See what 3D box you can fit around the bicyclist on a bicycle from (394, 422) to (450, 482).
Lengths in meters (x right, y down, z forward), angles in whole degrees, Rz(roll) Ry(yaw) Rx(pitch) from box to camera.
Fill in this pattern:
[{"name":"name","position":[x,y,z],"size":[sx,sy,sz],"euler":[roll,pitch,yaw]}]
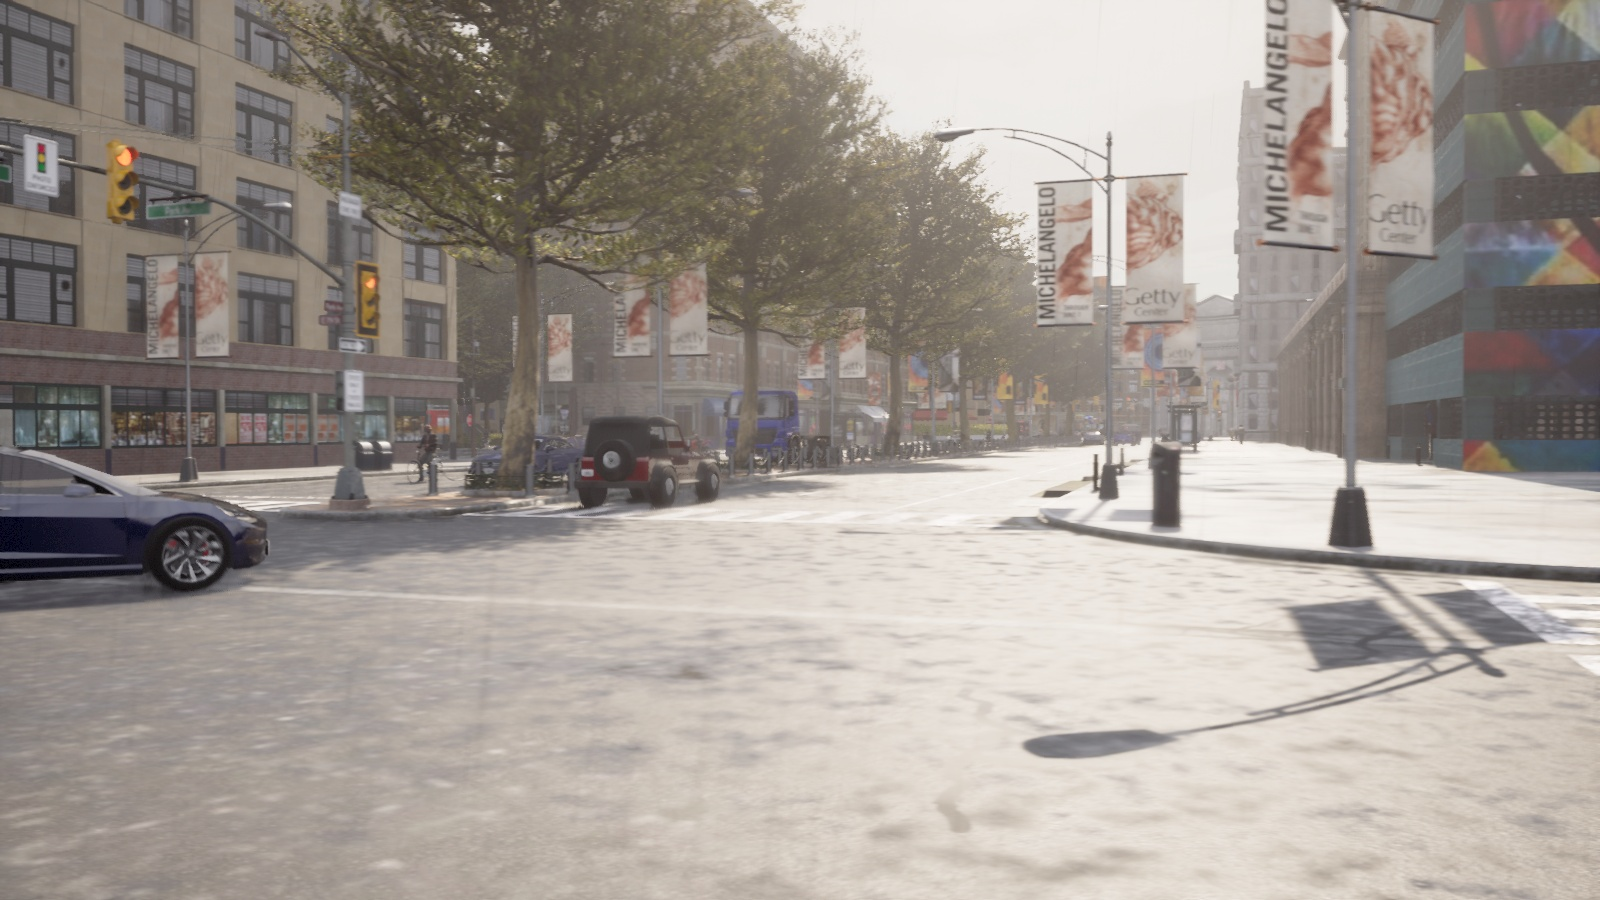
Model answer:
[{"name":"bicyclist on a bicycle","position":[-11.446,0.044,38.074],"size":[0.659,1.776,1.843],"euler":[1,1,19]}]

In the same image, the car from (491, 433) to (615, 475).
[{"name":"car","position":[-8.900,0.107,45.825],"size":[2.033,1.411,5.357],"euler":[1,1,18]}]

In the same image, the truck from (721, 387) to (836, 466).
[{"name":"truck","position":[-0.869,-1.102,58.885],"size":[2.891,3.462,7.936],"euler":[1,1,18]}]

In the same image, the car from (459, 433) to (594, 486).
[{"name":"car","position":[-8.031,0.224,37.338],"size":[1.812,1.442,4.674],"euler":[1,1,18]}]

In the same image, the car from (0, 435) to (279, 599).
[{"name":"car","position":[-7.854,0.599,12.378],"size":[4.792,1.488,2.163],"euler":[0,1,-29]}]

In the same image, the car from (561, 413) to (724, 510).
[{"name":"car","position":[-3.212,0.187,26.451],"size":[1.905,1.878,3.866],"euler":[1,1,19]}]

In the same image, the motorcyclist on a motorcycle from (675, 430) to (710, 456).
[{"name":"motorcyclist on a motorcycle","position":[-6.476,-0.430,75.851],"size":[2.044,1.523,0.797],"euler":[0,-1,-8]}]
